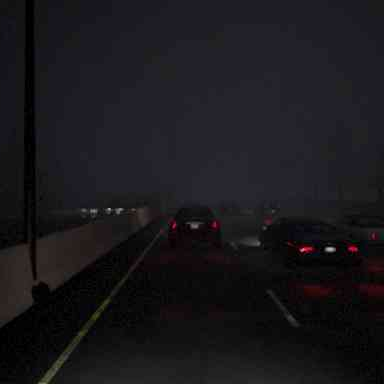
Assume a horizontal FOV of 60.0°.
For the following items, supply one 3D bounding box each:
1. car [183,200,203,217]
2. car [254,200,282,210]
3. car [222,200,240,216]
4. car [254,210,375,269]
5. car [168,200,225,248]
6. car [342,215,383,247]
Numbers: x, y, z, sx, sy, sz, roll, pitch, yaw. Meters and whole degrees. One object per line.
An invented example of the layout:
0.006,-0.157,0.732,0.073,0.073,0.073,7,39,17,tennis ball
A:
0.100,1.535,32.544,1.812,1.442,4.674,0,0,0,car
7.113,1.501,31.472,2.128,1.511,4.902,0,0,0,car
3.614,1.487,33.061,1.882,1.535,5.008,0,0,0,car
3.605,1.551,11.168,2.033,1.411,5.357,0,0,0,car
0.106,1.356,15.019,2.097,1.767,4.553,0,0,0,car
7.106,1.605,14.129,1.895,1.301,4.718,0,0,0,car
